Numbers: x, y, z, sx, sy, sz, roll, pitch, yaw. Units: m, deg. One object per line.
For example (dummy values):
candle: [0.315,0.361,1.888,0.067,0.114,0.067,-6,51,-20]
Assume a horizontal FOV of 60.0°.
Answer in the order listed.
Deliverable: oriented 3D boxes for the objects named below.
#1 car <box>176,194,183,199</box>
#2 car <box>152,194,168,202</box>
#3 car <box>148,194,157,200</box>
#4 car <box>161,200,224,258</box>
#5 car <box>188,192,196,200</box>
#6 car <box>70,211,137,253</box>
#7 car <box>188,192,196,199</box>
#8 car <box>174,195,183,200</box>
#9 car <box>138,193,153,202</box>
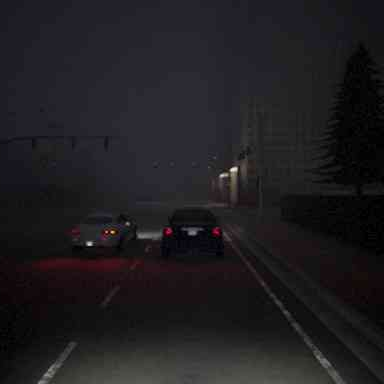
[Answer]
car: [-3.565,1.362,95.047,1.895,1.301,4.718,0,0,0]
car: [-7.050,1.477,73.553,1.812,1.442,4.674,0,0,0]
car: [-10.561,1.405,89.194,1.882,1.535,5.008,0,0,0]
car: [0.035,1.343,12.914,2.097,1.767,4.553,0,0,0]
car: [-0.058,1.477,84.386,2.033,1.411,5.357,0,0,0]
car: [-3.460,1.517,13.604,1.812,1.442,4.674,0,0,0]
car: [-0.065,0.992,95.048,2.150,2.045,5.566,0,0,0]
car: [-3.558,1.415,84.794,1.882,1.535,5.008,0,0,0]
car: [-10.550,1.178,73.520,2.150,2.045,5.566,0,0,0]
